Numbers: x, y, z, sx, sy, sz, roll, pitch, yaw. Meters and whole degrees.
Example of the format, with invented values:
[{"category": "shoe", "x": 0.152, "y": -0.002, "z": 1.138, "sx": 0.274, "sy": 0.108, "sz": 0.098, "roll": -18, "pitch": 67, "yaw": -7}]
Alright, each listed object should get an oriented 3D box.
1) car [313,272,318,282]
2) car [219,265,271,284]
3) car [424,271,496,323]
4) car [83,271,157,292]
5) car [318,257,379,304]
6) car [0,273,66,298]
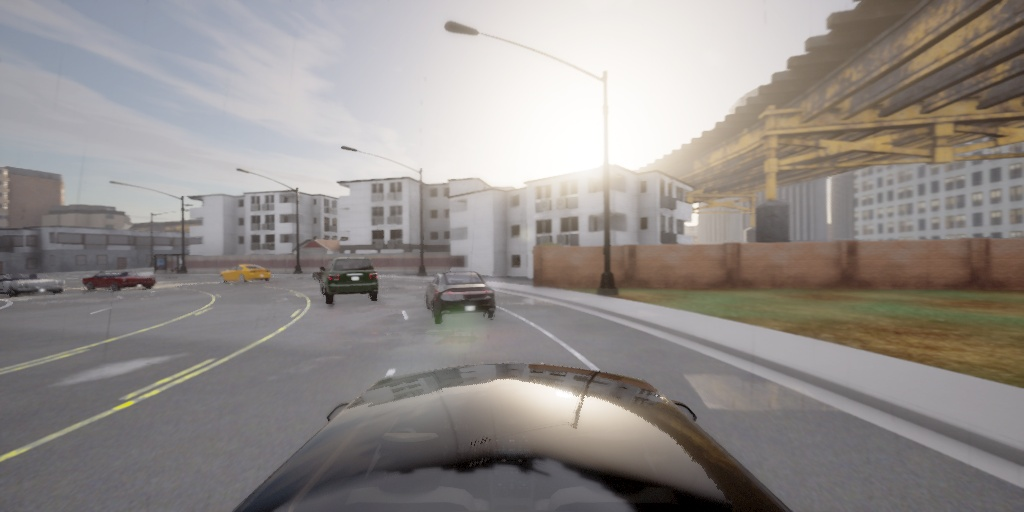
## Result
[{"category": "car", "x": -14.582, "y": 1.532, "z": 29.796, "sx": 4.718, "sy": 1.301, "sz": 1.895, "roll": -1, "pitch": 0, "yaw": 37}, {"category": "car", "x": -22.745, "y": 1.504, "z": 30.484, "sx": 5.008, "sy": 1.535, "sz": 1.882, "roll": -1, "pitch": 0, "yaw": 25}, {"category": "car", "x": -1.912, "y": 1.268, "z": 12.388, "sx": 2.128, "sy": 1.511, "sz": 4.902, "roll": 0, "pitch": 0, "yaw": -18}, {"category": "car", "x": -26.554, "y": 1.670, "z": 24.313, "sx": 4.718, "sy": 1.301, "sz": 1.895, "roll": -1, "pitch": 0, "yaw": 20}, {"category": "car", "x": -8.047, "y": 1.071, "z": 17.616, "sx": 2.150, "sy": 2.045, "sz": 5.566, "roll": 0, "pitch": 0, "yaw": -30}, {"category": "car", "x": -29.217, "y": 1.700, "z": 21.469, "sx": 4.718, "sy": 1.301, "sz": 1.895, "roll": -1, "pitch": 0, "yaw": 19}]
